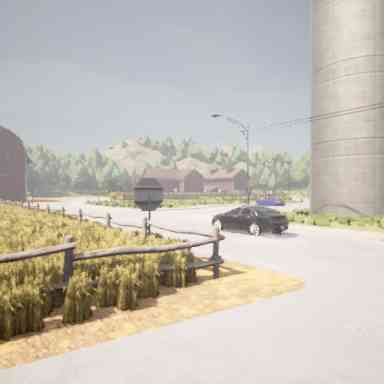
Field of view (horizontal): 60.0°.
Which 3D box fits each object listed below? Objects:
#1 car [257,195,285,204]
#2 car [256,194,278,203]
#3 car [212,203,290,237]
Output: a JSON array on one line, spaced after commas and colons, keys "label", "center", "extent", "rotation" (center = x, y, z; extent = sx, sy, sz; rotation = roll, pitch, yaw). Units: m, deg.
[{"label": "car", "center": [12.924, 1.561, 54.147], "extent": [2.242, 1.667, 4.611], "rotation": [0, 0, -36]}, {"label": "car", "center": [16.441, 1.417, 73.115], "extent": [1.932, 1.855, 4.605], "rotation": [0, 0, -36]}, {"label": "car", "center": [3.079, 1.529, 18.475], "extent": [1.837, 1.490, 4.892], "rotation": [0, 0, -36]}]
